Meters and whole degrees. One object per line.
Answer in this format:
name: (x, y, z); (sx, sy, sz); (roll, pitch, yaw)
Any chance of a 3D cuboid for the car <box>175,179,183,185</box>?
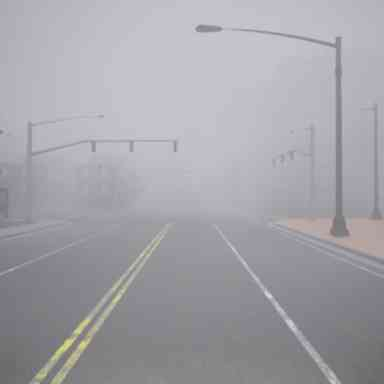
car: (-3.491, -2.750, 90.112); (1.994, 1.385, 4.181); (0, 12, 0)
